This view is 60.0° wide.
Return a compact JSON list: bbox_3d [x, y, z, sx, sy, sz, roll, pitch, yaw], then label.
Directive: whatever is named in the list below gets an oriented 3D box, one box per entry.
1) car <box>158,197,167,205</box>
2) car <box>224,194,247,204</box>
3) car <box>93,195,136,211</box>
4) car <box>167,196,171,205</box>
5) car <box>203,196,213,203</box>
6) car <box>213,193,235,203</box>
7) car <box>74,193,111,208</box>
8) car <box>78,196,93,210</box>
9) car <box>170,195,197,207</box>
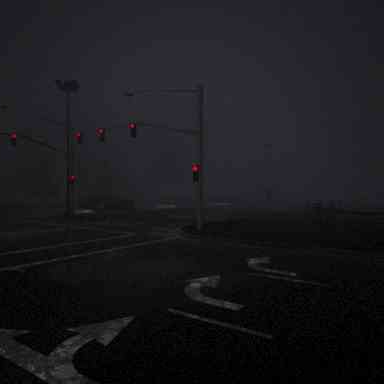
[{"bbox_3d":[-4.085,1.525,59.004,1.812,1.442,4.674,0,0,35],"label":"car"},{"bbox_3d":[8.869,1.601,65.198,1.895,1.301,4.718,0,0,36],"label":"car"},{"bbox_3d":[-8.927,1.491,39.847,2.128,1.511,4.902,0,0,35],"label":"car"},{"bbox_3d":[-1.529,1.351,56.558,2.097,1.767,4.553,0,0,36],"label":"car"},{"bbox_3d":[3.768,1.586,70.059,1.895,1.301,4.718,0,0,35],"label":"car"},{"bbox_3d":[7.329,1.222,69.025,2.150,2.045,5.566,0,0,36],"label":"car"},{"bbox_3d":[-13.379,1.220,45.690,2.150,2.045,5.566,0,0,35],"label":"car"},{"bbox_3d":[-11.373,1.547,42.459,2.033,1.411,5.357,0,0,35],"label":"car"},{"bbox_3d":[-0.751,1.600,51.570,1.895,1.301,4.718,0,0,35],"label":"car"}]
